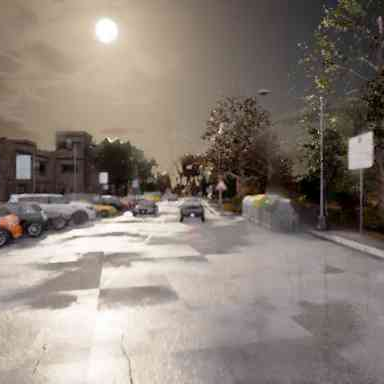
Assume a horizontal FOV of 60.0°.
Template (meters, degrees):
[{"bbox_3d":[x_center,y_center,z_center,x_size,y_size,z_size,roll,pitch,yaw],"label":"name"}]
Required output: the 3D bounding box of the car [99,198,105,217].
[{"bbox_3d":[-9.351,1.433,25.298,4.792,1.488,2.163,-1,0,-20],"label":"car"}]

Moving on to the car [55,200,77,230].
[{"bbox_3d":[-9.371,1.448,19.296,4.792,1.488,2.163,-1,0,-20],"label":"car"}]

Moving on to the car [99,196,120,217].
[{"bbox_3d":[-9.197,1.392,28.355,5.366,1.575,1.946,-1,0,-20],"label":"car"}]

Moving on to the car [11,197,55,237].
[{"bbox_3d":[-9.373,1.301,16.282,4.553,1.767,2.185,-1,0,-20],"label":"car"}]

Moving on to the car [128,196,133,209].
[{"bbox_3d":[-9.382,1.260,37.287,4.553,1.767,2.185,-1,0,-20],"label":"car"}]

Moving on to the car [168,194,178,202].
[{"bbox_3d":[-4.076,1.215,71.401,2.097,1.767,4.553,0,1,0],"label":"car"}]

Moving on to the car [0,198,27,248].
[{"bbox_3d":[-9.380,1.311,13.280,4.553,1.767,2.185,-1,0,-20],"label":"car"}]

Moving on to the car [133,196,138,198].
[{"bbox_3d":[-9.376,1.257,40.288,4.553,1.767,2.185,-1,0,-20],"label":"car"}]

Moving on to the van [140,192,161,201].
[{"bbox_3d":[-9.554,1.076,76.264,4.442,1.987,1.878,-1,1,-21],"label":"van"}]

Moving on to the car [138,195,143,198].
[{"bbox_3d":[-9.311,1.409,43.309,4.792,1.488,2.163,-1,0,-20],"label":"car"}]

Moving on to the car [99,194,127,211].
[{"bbox_3d":[-9.353,1.141,31.312,5.566,2.045,2.435,-1,0,-20],"label":"car"}]

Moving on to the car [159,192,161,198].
[{"bbox_3d":[-9.562,1.370,70.252,5.366,1.575,1.946,-1,0,-20],"label":"car"}]

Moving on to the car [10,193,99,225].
[{"bbox_3d":[-9.365,1.159,22.295,5.566,2.045,2.435,-1,0,-20],"label":"car"}]

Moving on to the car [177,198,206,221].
[{"bbox_3d":[0.009,1.420,26.222,1.837,1.490,4.892,0,0,-1],"label":"car"}]

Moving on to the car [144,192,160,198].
[{"bbox_3d":[-9.178,1.373,61.367,5.366,1.575,1.946,-1,0,-20],"label":"car"}]

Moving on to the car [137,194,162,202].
[{"bbox_3d":[-9.421,1.339,73.320,5.008,1.535,2.097,-1,0,-20],"label":"car"}]

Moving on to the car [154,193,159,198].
[{"bbox_3d":[-9.171,1.373,58.366,5.366,1.575,1.946,-1,0,-20],"label":"car"}]

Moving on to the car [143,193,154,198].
[{"bbox_3d":[-9.347,1.380,55.301,4.892,1.521,2.231,-1,0,-20],"label":"car"}]

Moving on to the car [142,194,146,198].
[{"bbox_3d":[-9.338,1.419,46.300,4.674,1.452,2.002,-1,0,-20],"label":"car"}]

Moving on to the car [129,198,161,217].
[{"bbox_3d":[-4.134,1.473,30.123,1.994,1.385,4.181,0,0,0],"label":"car"}]

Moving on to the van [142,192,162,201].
[{"bbox_3d":[-9.582,1.037,79.265,4.442,1.987,1.878,-1,1,-21],"label":"van"}]
